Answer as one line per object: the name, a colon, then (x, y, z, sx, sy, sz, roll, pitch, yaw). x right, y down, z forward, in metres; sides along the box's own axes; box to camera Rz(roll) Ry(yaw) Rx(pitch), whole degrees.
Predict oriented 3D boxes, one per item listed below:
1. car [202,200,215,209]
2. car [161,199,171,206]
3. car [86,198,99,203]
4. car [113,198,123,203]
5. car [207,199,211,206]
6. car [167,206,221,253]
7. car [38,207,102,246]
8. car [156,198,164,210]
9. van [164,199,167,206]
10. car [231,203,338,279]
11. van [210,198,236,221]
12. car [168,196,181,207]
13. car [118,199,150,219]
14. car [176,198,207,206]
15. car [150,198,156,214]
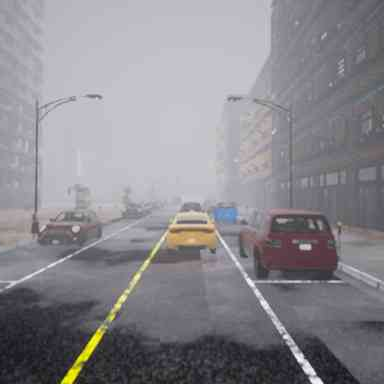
car: (2.683, 2.064, 55.475, 1.947, 1.339, 4.313, 1, 0, 0)
car: (-5.669, 2.179, 72.377, 1.887, 1.381, 4.507, 1, 0, 0)
car: (-26.404, 2.217, 84.138, 4.097, 1.590, 1.967, 0, -1, 1)
car: (-19.747, 2.490, 92.684, 4.403, 1.369, 2.008, 0, -1, 1)
car: (2.689, 1.900, 38.539, 1.887, 1.381, 4.507, 1, 0, 0)
car: (0.002, 1.616, 14.483, 1.882, 1.535, 5.008, 0, 0, 0)
car: (-5.687, 1.592, 15.921, 1.967, 1.590, 4.097, 1, -1, 0)
car: (-5.662, 1.996, 49.794, 1.887, 1.381, 4.507, 1, 0, 0)
van: (-5.661, 1.839, 55.441, 1.690, 1.788, 3.998, 1, 0, 0)
car: (2.700, 1.414, 10.309, 2.192, 1.841, 5.009, 1, -1, 0)
van: (2.695, 1.596, 27.247, 1.690, 1.788, 3.998, 1, -1, 0)
car: (-3.034, 1.803, 65.882, 2.150, 2.045, 5.566, 0, 0, 0)
car: (-5.662, 1.746, 32.858, 1.967, 1.590, 4.097, 1, -1, 0)
car: (-0.006, 1.622, 29.092, 2.097, 1.767, 4.553, 0, -1, 0)
car: (-5.657, 1.795, 38.504, 1.967, 1.590, 4.097, 1, -1, 0)
